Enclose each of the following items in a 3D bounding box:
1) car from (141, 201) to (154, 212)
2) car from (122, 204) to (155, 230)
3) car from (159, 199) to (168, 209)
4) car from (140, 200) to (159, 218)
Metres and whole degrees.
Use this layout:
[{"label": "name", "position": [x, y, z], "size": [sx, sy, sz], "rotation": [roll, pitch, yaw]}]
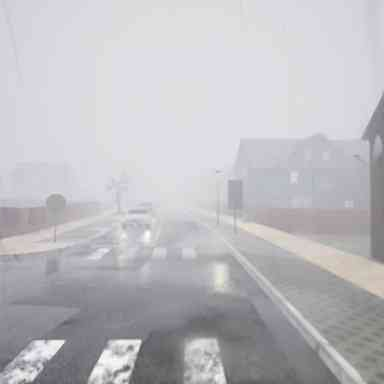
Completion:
[{"label": "car", "position": [-6.466, 2.121, 48.714], "size": [1.837, 1.490, 4.892], "rotation": [0, -1, -7]}, {"label": "car", "position": [-3.817, 1.830, 23.722], "size": [1.812, 1.442, 4.674], "rotation": [0, -1, -4]}, {"label": "car", "position": [-5.581, 2.126, 60.955], "size": [2.097, 1.767, 4.553], "rotation": [0, -1, -11]}, {"label": "car", "position": [-4.831, 1.799, 35.159], "size": [2.097, 1.767, 4.553], "rotation": [0, -1, -6]}]
